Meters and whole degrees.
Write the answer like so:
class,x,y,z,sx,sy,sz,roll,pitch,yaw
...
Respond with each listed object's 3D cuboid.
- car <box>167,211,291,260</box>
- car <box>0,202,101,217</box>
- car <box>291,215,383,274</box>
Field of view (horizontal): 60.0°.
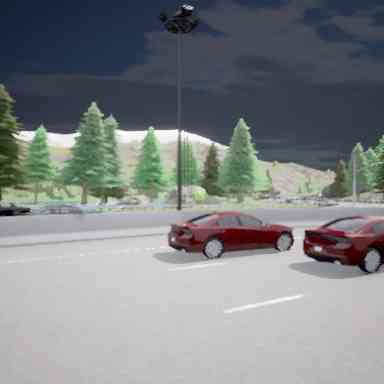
class,x,y,z,sx,sy,sz,roll,pitch,yaw
car,1.556,1.464,12.360,5.008,1.535,1.882,0,0,-28
car,-7.952,1.482,19.381,5.357,1.411,2.033,0,0,-31
car,5.827,1.485,10.550,5.008,1.535,1.882,0,0,-26
